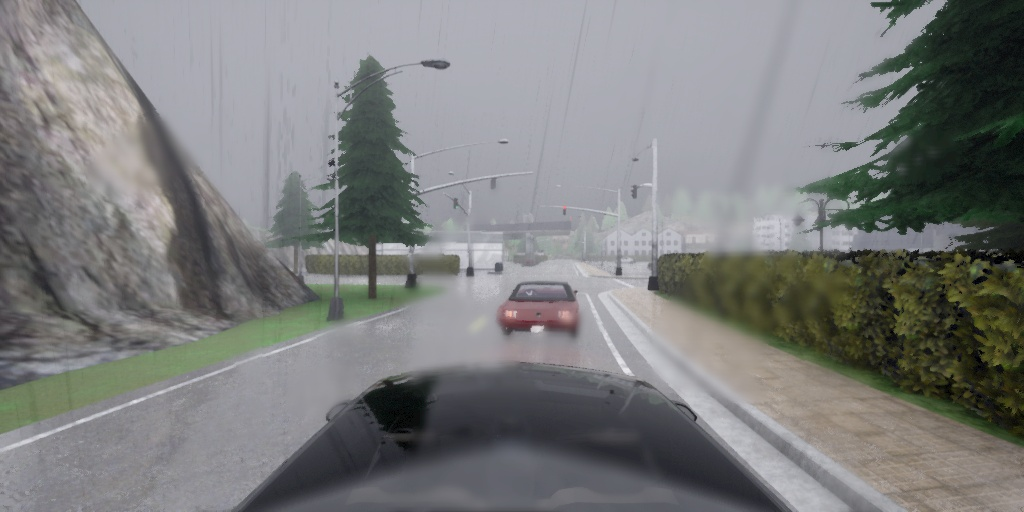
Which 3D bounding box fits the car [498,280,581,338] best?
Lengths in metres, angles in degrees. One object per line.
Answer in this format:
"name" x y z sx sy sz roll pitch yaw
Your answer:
"car" 0.921 1.343 10.182 1.895 1.301 4.718 0 0 8
